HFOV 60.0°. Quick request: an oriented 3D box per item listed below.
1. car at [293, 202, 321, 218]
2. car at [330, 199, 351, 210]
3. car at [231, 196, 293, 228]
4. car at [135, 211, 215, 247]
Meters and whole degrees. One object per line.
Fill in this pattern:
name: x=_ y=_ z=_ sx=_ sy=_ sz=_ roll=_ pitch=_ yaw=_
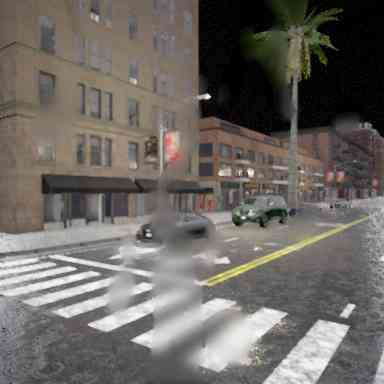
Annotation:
car: x=10.634 y=1.667 z=31.348 sx=1.895 sy=1.301 sz=4.718 roll=0 pitch=0 yaw=36
car: x=19.556 y=1.553 z=43.764 sx=1.994 sy=1.385 sz=4.181 roll=0 pitch=0 yaw=35
car: x=4.836 y=1.278 z=23.195 sx=2.150 sy=2.045 sz=5.566 roll=0 pitch=0 yaw=36
car: x=-0.656 y=1.609 z=15.449 sx=1.994 sy=1.385 sz=4.181 roll=0 pitch=0 yaw=35
